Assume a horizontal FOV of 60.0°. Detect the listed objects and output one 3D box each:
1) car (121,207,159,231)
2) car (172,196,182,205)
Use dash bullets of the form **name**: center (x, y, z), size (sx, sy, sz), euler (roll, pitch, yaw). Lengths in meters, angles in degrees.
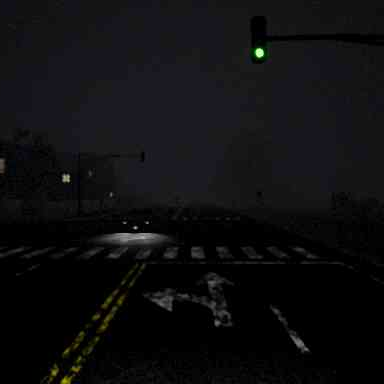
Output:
- **car**: center (-3.277, 1.714, 21.902), size (2.033, 1.411, 5.357), euler (0, 0, 0)
- **car**: center (-3.343, 1.831, 76.683), size (2.150, 2.045, 5.566), euler (0, -1, 0)
